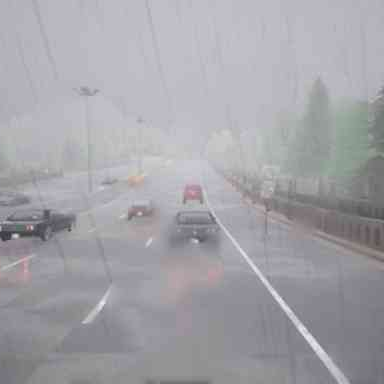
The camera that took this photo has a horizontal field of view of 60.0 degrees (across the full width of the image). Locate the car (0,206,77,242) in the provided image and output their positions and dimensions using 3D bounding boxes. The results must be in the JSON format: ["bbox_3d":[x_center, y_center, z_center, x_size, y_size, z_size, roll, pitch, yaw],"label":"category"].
[{"bbox_3d":[-6.896,1.399,15.225,1.895,1.301,4.718,0,1,0],"label":"car"}]

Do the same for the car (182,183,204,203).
[{"bbox_3d":[0.110,0.027,37.365,2.150,2.045,5.566,0,5,0],"label":"car"}]

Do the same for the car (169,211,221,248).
[{"bbox_3d":[0.103,1.417,13.879,1.895,1.301,4.718,0,1,0],"label":"car"}]

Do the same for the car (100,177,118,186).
[{"bbox_3d":[-14.001,-1.795,56.172,1.895,1.301,4.718,0,7,1],"label":"car"}]

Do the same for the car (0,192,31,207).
[{"bbox_3d":[-17.573,0.744,32.498,1.994,1.385,4.181,0,4,0],"label":"car"}]

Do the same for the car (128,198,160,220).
[{"bbox_3d":[-3.394,1.150,23.860,1.812,1.442,4.674,0,2,0],"label":"car"}]
